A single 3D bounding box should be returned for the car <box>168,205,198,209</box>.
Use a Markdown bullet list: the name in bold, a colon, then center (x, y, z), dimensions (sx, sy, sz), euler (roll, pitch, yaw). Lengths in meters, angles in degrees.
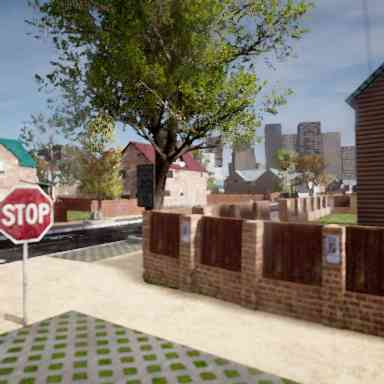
- **car**: center (-0.288, 1.448, 20.901), dimensions (1.895, 1.301, 4.718), euler (-1, 0, 32)
